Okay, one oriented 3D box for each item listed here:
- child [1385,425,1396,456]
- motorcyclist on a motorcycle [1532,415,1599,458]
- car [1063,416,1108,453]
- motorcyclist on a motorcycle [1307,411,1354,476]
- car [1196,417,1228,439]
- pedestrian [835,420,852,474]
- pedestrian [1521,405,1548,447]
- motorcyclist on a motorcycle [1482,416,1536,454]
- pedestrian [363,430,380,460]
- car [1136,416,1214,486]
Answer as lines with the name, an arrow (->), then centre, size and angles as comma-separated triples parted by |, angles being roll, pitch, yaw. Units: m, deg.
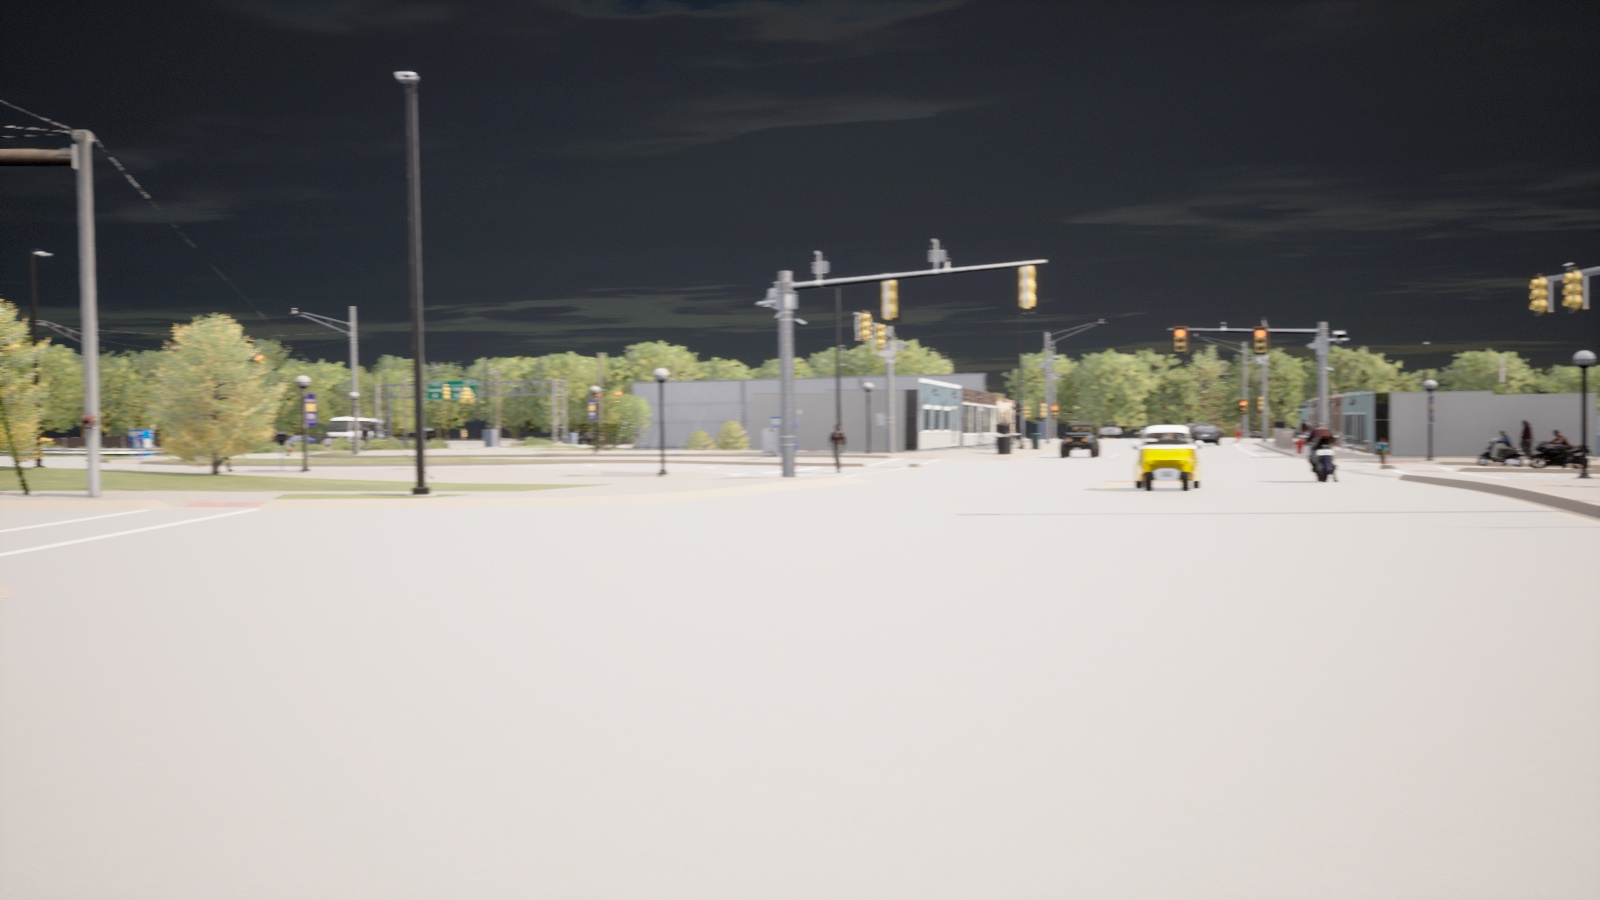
child -> 23.332, -0.375, 49.636 | 0.343, 1.192, 0.448 | -1, 2, 24
motorcyclist on a motorcycle -> 27.782, -0.503, 45.493 | 2.044, 1.523, 0.797 | 0, 2, 12
car -> 15.392, -0.834, 67.496 | 1.905, 1.878, 3.866 | -1, 1, 19
motorcyclist on a motorcycle -> 13.139, -0.158, 31.162 | 0.866, 1.530, 2.191 | -2, 0, 18
car -> 30.580, -1.624, 93.310 | 2.163, 1.488, 4.792 | -2, 1, 17
pedestrian -> 1.594, -0.110, 46.198 | 0.402, 1.930, 0.666 | -1, 2, 19
pedestrian -> 32.805, -1.093, 56.092 | 0.899, 1.844, 0.634 | -1, 2, 18
motorcyclist on a motorcycle -> 29.733, -0.620, 52.680 | 1.817, 1.590, 0.866 | 0, 1, 20
pedestrian -> -28.270, -0.332, 82.869 | 0.563, 1.883, 0.849 | -2, 2, 17
car -> 7.902, 0.004, 26.492 | 1.481, 1.376, 2.207 | -2, 0, 17
